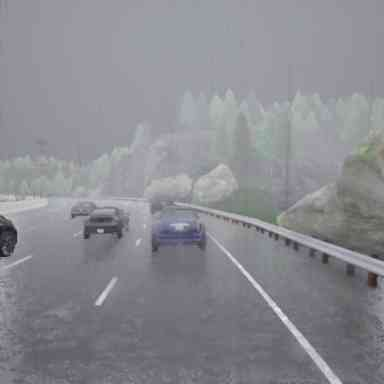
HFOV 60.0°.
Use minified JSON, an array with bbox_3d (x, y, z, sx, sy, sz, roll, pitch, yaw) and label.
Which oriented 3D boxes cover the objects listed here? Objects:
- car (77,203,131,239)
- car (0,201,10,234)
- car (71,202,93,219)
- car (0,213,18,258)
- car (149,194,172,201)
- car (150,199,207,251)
[{"bbox_3d":[-4.408,1.523,17.611,1.837,1.490,4.892,0,0,-5],"label":"car"},{"bbox_3d":[-11.379,1.383,16.936,2.097,1.767,4.553,0,0,-5],"label":"car"},{"bbox_3d":[-9.493,1.581,29.728,2.033,1.411,5.357,0,0,-9],"label":"car"},{"bbox_3d":[-7.277,1.241,9.673,2.150,2.045,5.566,0,0,-3],"label":"car"},{"bbox_3d":[-3.080,1.244,33.574,2.150,2.045,5.566,0,0,-10],"label":"car"},{"bbox_3d":[-0.618,1.360,14.417,2.097,1.767,4.553,0,0,-4],"label":"car"}]
